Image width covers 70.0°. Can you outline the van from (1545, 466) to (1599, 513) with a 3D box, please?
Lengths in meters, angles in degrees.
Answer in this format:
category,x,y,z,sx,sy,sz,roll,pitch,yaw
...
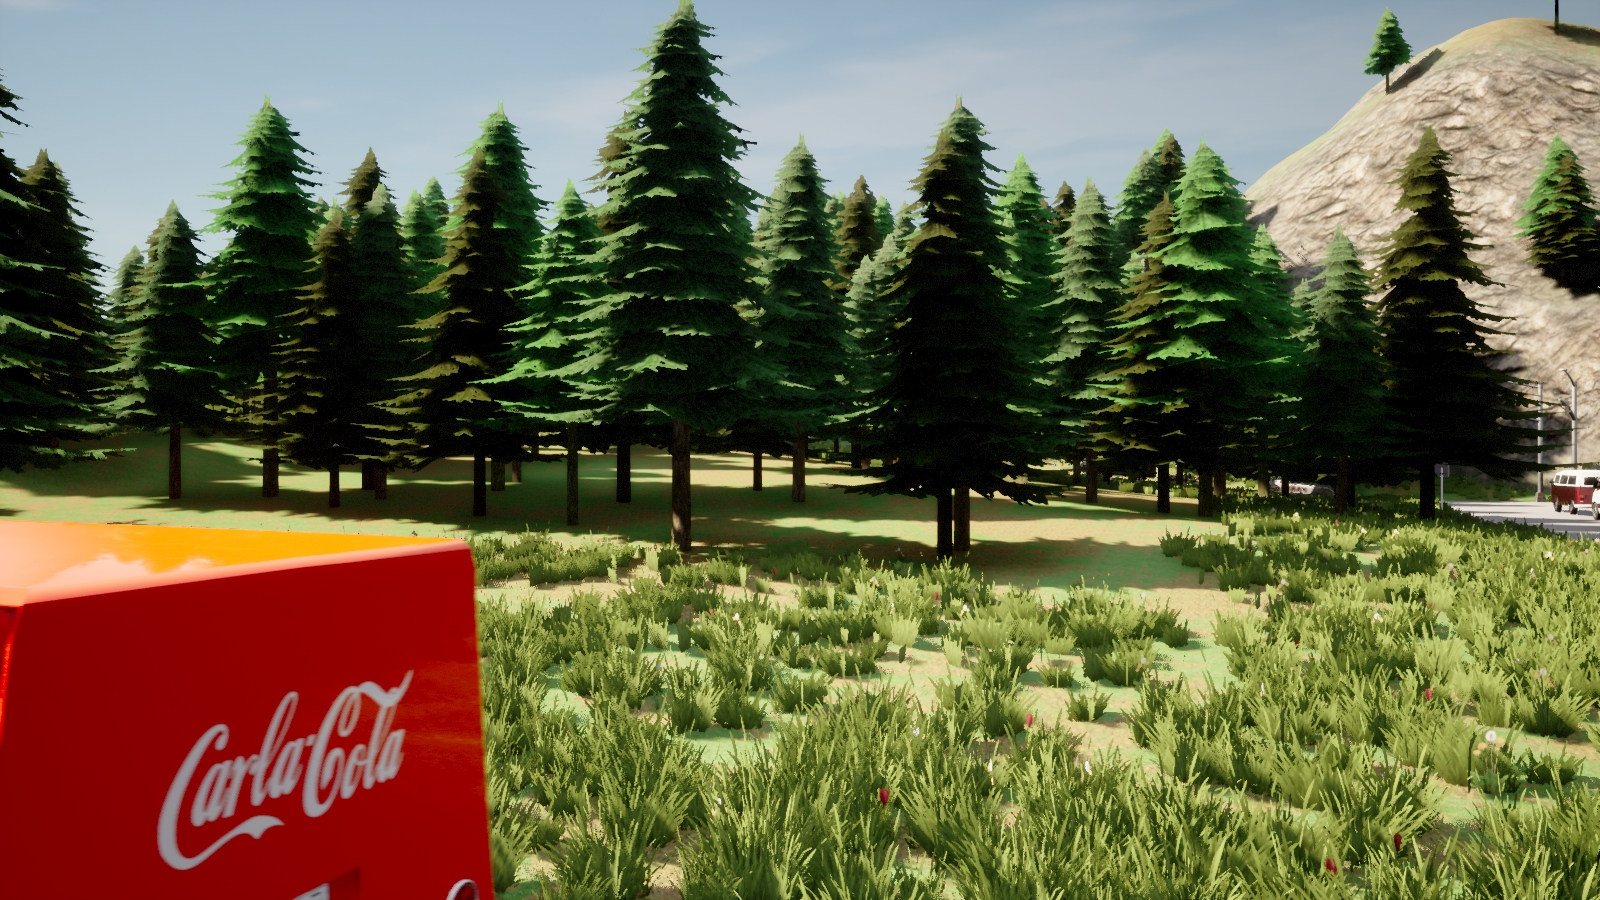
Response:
category,x,y,z,sx,sy,sz,roll,pitch,yaw
van,36.159,1.782,52.642,2.069,2.038,4.480,0,0,20

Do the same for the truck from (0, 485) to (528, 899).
category,x,y,z,sx,sy,sz,roll,pitch,yaw
truck,-4.127,1.427,4.828,5.204,2.467,2.627,0,0,20

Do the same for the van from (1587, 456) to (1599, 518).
category,x,y,z,sx,sy,sz,roll,pitch,yaw
van,33.726,1.534,45.978,1.988,2.561,5.915,0,0,20
